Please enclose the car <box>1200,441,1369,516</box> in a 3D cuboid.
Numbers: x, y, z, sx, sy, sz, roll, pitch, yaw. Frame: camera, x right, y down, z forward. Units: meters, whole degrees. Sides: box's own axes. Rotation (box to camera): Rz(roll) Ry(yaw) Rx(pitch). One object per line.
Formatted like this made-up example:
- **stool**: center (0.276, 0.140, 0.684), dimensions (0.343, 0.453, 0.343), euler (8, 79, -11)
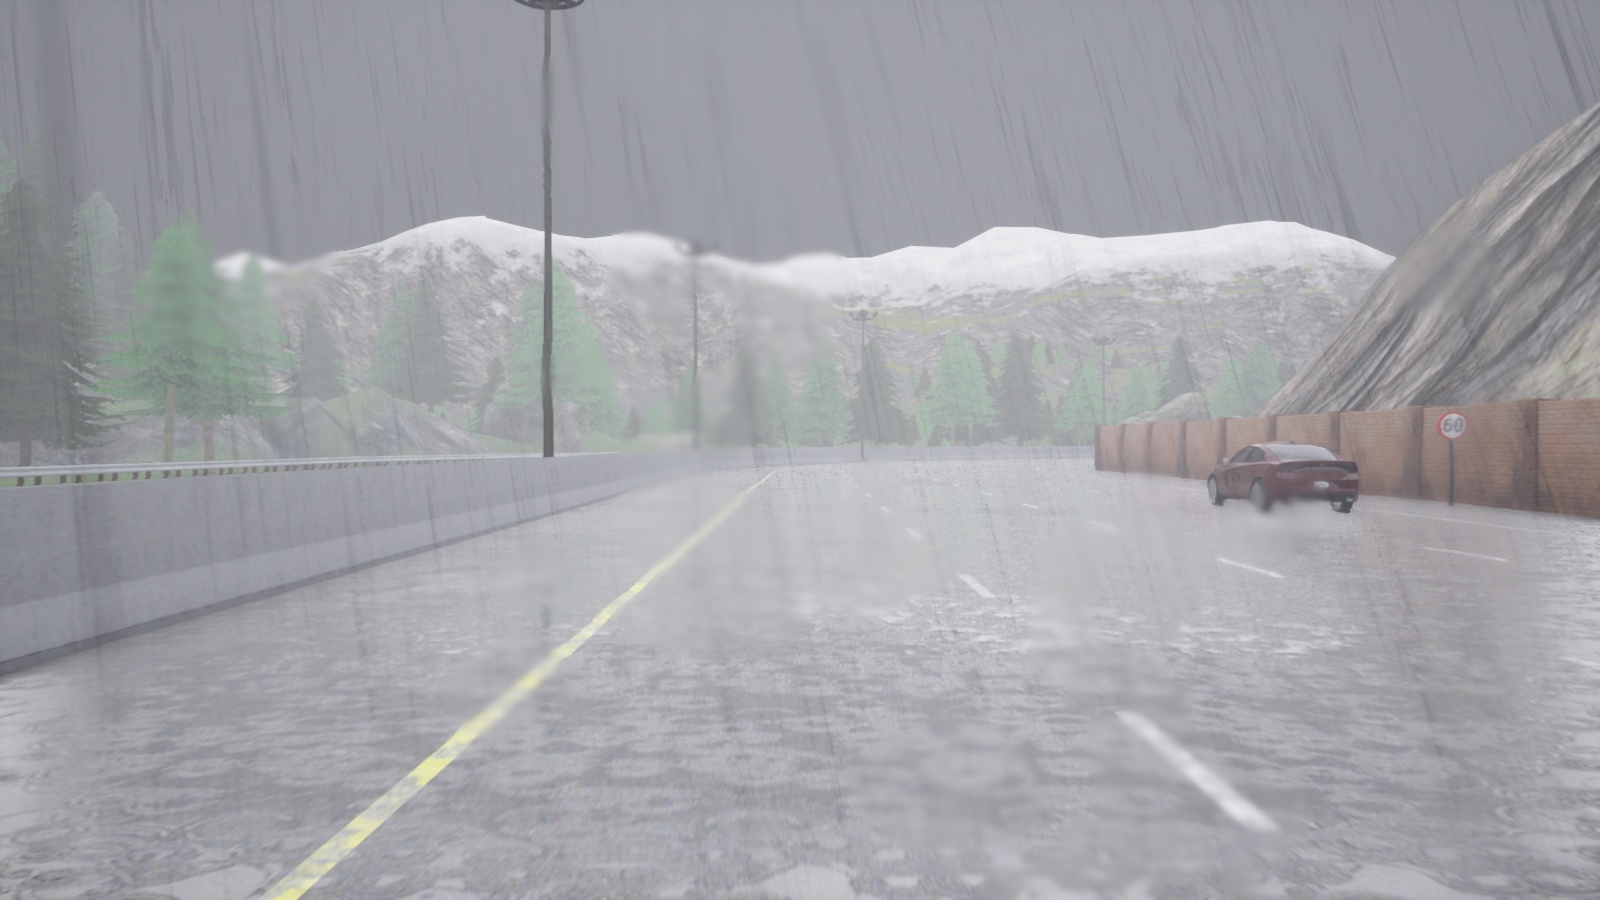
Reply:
- **car**: center (10.671, 0.574, 28.105), dimensions (1.882, 1.535, 5.008), euler (0, 0, 0)
